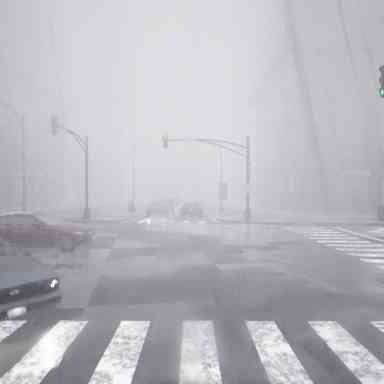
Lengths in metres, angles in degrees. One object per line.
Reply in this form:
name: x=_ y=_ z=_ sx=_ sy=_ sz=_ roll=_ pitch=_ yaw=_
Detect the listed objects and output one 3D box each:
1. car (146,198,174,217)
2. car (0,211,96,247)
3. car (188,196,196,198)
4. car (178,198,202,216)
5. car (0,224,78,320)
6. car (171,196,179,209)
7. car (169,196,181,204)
car: x=-3.123 y=1.540 z=31.290 sx=2.033 sy=1.411 sz=5.357 roll=0 pitch=0 yaw=0
car: x=-6.129 y=1.488 z=12.850 sx=4.674 sy=1.442 sz=1.812 roll=0 pitch=1 yaw=0
car: x=-0.021 y=1.514 z=62.629 sx=1.812 sy=1.442 sz=4.674 roll=0 pitch=0 yaw=0
car: x=-0.036 y=1.557 z=31.976 sx=1.994 sy=1.385 sz=4.181 roll=0 pitch=0 yaw=1
car: x=-4.902 y=1.547 z=7.007 sx=5.357 sy=1.411 sz=2.033 roll=0 pitch=0 yaw=38
car: x=-3.128 y=1.539 z=41.363 sx=2.033 sy=1.411 sz=5.357 roll=0 pitch=0 yaw=0
car: x=-3.068 y=1.466 z=61.938 sx=1.882 sy=1.535 sz=5.008 roll=0 pitch=0 yaw=1
